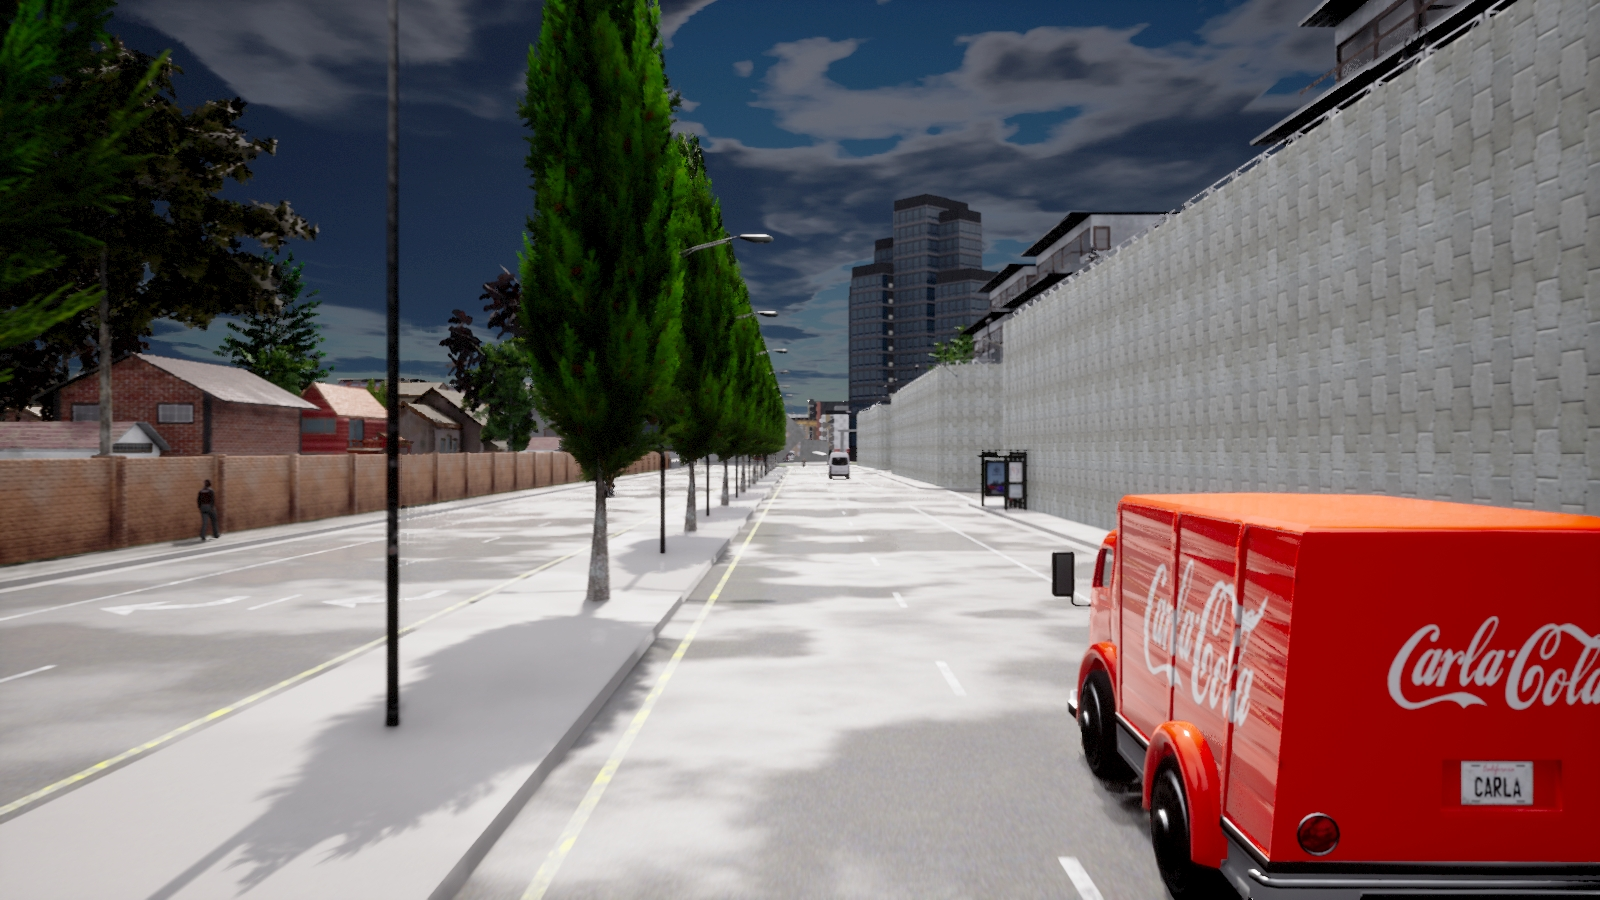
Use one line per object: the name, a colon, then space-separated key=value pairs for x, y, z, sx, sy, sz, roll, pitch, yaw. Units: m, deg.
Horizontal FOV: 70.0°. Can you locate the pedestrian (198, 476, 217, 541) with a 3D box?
pedestrian: x=-17.106 y=1.696 z=32.994 sx=0.375 sy=1.860 sz=0.375 roll=0 pitch=0 yaw=1

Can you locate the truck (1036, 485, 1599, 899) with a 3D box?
truck: x=3.535 y=1.568 z=8.259 sx=2.627 sy=2.467 sz=5.204 roll=0 pitch=0 yaw=1
